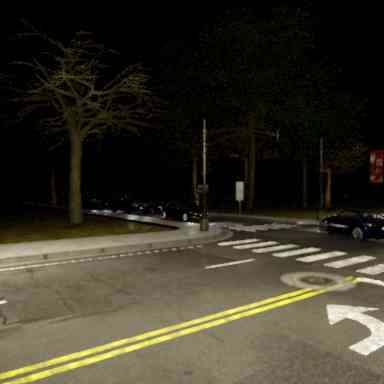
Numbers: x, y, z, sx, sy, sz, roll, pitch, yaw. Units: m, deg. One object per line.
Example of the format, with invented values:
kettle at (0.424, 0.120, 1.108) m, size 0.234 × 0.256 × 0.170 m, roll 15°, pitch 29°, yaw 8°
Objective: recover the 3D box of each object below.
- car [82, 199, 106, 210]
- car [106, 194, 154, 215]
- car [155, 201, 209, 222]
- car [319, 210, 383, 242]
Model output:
car at (-12.488, 1.575, 42.788) m, size 1.895 × 1.301 × 4.718 m, roll 0°, pitch 0°, yaw -36°
car at (-6.532, 1.202, 34.488) m, size 2.150 × 2.045 × 5.566 m, roll 0°, pitch 0°, yaw -36°
car at (-0.675, 1.494, 26.326) m, size 1.837 × 1.490 × 4.892 m, roll 0°, pitch 0°, yaw -37°
car at (8.173, 1.570, 16.559) m, size 1.994 × 1.385 × 4.181 m, roll 0°, pitch 0°, yaw -10°
